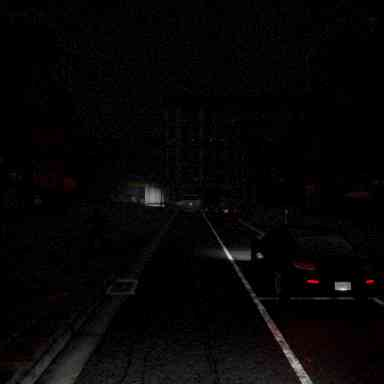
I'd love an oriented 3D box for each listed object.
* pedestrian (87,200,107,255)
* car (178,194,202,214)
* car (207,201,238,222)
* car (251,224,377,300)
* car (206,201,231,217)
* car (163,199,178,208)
[{"bbox_3d":[-3.184,1.146,11.107,0.375,1.860,0.375,0,-1,0],"label":"pedestrian"},{"bbox_3d":[-0.113,1.248,36.128,2.150,2.045,5.566,0,0,0],"label":"car"},{"bbox_3d":[2.495,1.457,26.376,1.967,1.590,4.097,0,0,0],"label":"car"},{"bbox_3d":[2.705,1.529,8.293,1.812,1.442,4.674,0,0,0],"label":"car"},{"bbox_3d":[2.462,1.573,31.880,2.008,1.369,4.403,0,0,0],"label":"car"},{"bbox_3d":[-2.321,1.620,48.583,1.895,1.301,4.718,1,0,-34],"label":"car"}]
